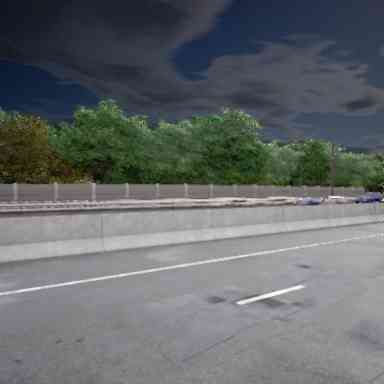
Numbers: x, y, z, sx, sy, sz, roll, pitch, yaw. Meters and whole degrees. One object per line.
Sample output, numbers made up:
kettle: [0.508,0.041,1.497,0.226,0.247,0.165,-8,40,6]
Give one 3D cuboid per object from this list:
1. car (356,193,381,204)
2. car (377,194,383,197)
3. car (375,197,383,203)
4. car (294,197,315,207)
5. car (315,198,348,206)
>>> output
car: [29.444,1.140,54.998,5.566,2.045,2.150,0,0,-35]
car: [31.750,1.396,52.357,5.008,1.535,1.882,0,0,-35]
car: [22.987,1.504,37.569,4.181,1.385,1.994,0,0,-35]
car: [15.945,1.469,45.444,4.674,1.442,1.812,0,0,-35]
car: [18.331,1.468,42.847,4.674,1.442,1.812,0,0,-35]
